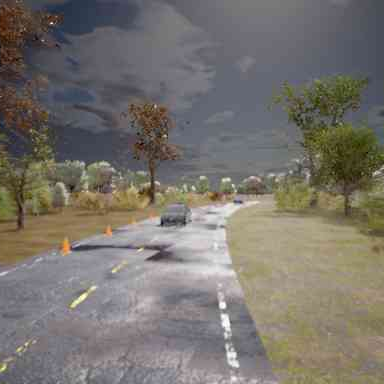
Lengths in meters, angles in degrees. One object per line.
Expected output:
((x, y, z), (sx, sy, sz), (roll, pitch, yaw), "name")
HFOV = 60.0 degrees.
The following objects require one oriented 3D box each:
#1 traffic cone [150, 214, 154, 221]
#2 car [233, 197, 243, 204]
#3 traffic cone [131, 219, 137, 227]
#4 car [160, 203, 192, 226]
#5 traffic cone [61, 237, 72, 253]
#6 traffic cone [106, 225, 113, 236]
((-3.380, 2.112, 27.799), (0.340, 0.580, 0.340), (0, 0, 7), "traffic cone")
((10.609, 1.943, 75.918), (1.882, 1.535, 5.008), (0, 0, 13), "car")
((-3.970, 2.081, 22.773), (0.340, 0.580, 0.340), (0, 0, 6), "traffic cone")
((-1.147, 1.651, 25.082), (1.837, 1.490, 4.892), (0, 0, 7), "car")
((-4.809, 2.019, 12.687), (0.340, 0.580, 0.340), (0, 0, 3), "traffic cone")
((-4.446, 2.050, 17.734), (0.340, 0.580, 0.340), (0, 0, 5), "traffic cone")
